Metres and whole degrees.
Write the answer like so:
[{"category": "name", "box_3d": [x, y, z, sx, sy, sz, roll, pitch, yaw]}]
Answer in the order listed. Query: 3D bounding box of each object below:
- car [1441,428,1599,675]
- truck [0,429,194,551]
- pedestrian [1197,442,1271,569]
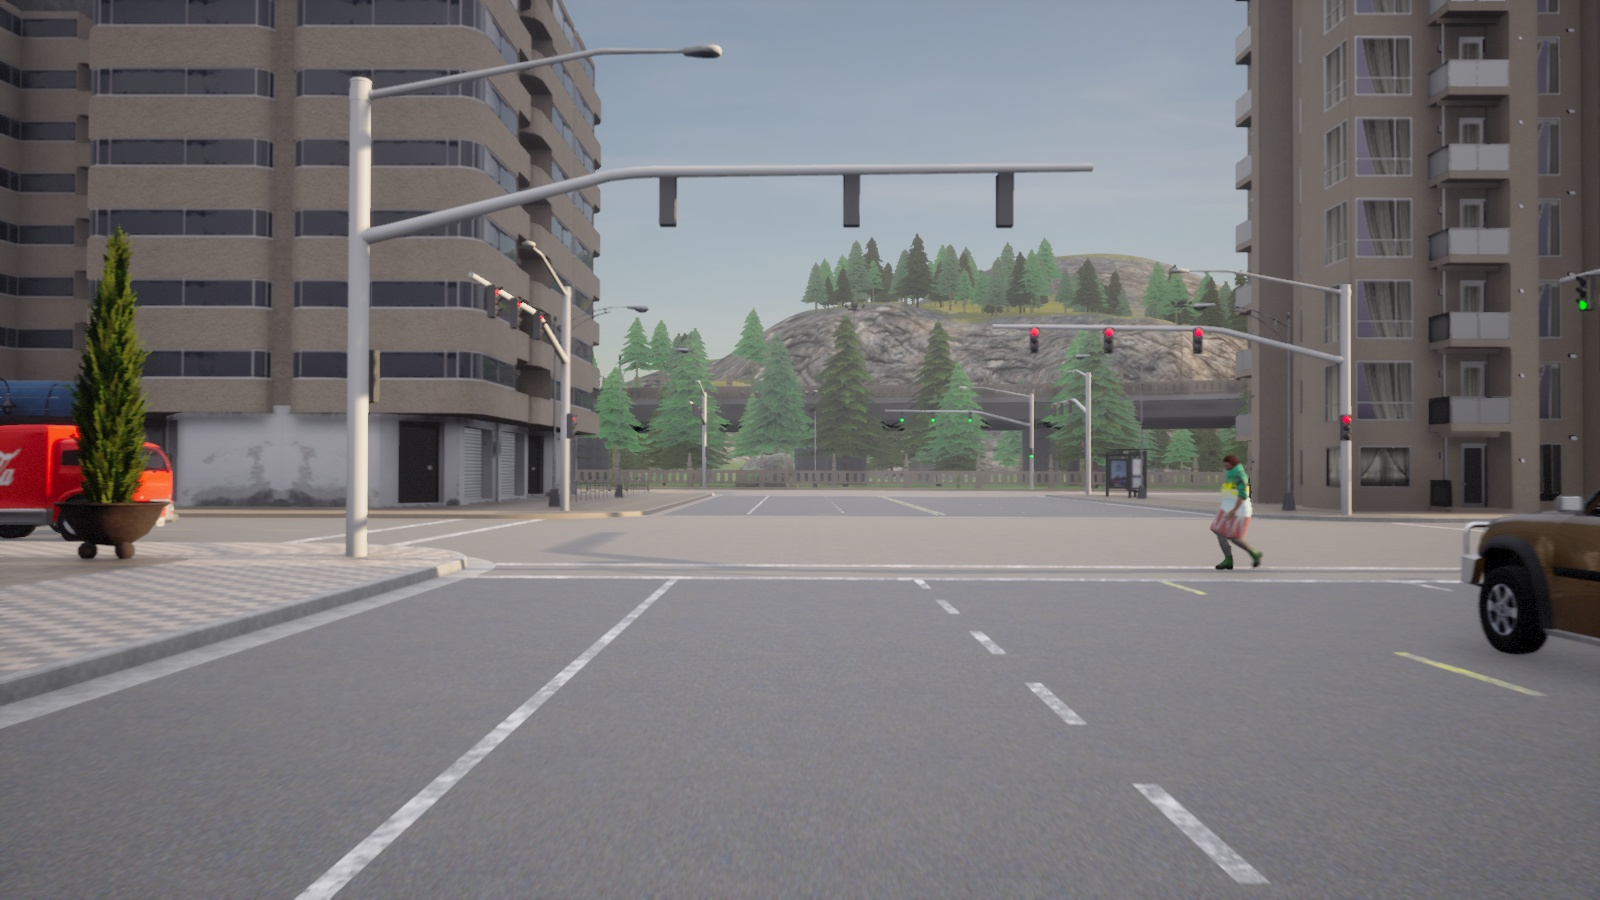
[{"category": "car", "box_3d": [6.976, 0.762, 9.456, 1.932, 1.855, 4.605, 0, -1, 0]}, {"category": "truck", "box_3d": [-16.229, 0.851, 26.931, 5.204, 2.467, 2.627, -1, -1, 0]}, {"category": "pedestrian", "box_3d": [6.805, 0.856, 19.713, 0.873, 1.952, 0.659, 0, -1, -6]}]
